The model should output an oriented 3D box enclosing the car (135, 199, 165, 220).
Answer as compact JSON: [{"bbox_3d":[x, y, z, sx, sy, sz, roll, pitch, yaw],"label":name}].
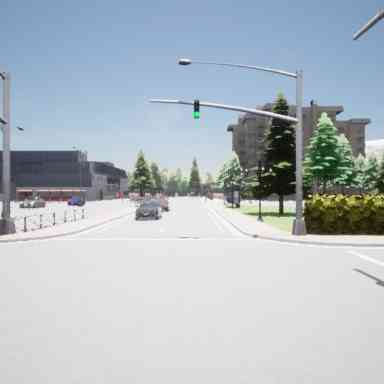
[{"bbox_3d":[-3.603,1.505,28.165,1.837,1.490,4.892,0,0,0],"label":"car"}]

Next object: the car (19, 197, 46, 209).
[{"bbox_3d":[-20.524,1.384,42.914,1.970,1.475,3.806,0,0,0],"label":"car"}]

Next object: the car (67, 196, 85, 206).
[{"bbox_3d":[-17.473,1.373,50.306,1.845,1.501,3.633,0,0,0],"label":"car"}]

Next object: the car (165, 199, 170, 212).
[{"bbox_3d":[-3.602,1.525,38.861,1.812,1.442,4.674,0,0,0],"label":"car"}]
